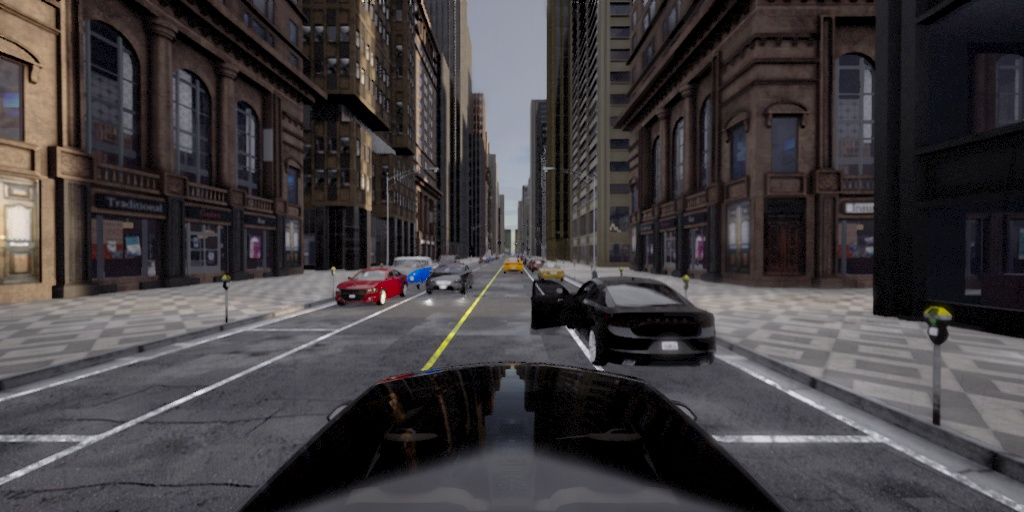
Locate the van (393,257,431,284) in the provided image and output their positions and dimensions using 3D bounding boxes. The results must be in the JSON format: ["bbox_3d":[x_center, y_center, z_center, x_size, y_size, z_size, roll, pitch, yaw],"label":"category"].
[{"bbox_3d":[-5.721,0.929,20.741,1.690,1.789,3.998,0,0,0],"label":"van"}]

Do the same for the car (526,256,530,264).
[{"bbox_3d":[2.849,0.981,43.210,1.802,1.307,4.207,0,0,0],"label":"car"}]

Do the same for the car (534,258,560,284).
[{"bbox_3d":[2.816,1.066,26.524,1.751,1.417,4.829,0,0,0],"label":"car"}]

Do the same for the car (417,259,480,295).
[{"bbox_3d":[-3.063,1.099,18.447,2.128,1.511,4.902,0,0,0],"label":"car"}]

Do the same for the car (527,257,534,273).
[{"bbox_3d":[2.838,1.028,37.592,1.802,1.307,4.207,0,0,0],"label":"car"}]

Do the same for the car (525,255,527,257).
[{"bbox_3d":[2.860,0.878,48.998,1.751,1.417,4.829,0,0,0],"label":"car"}]

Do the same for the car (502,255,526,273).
[{"bbox_3d":[0.150,0.931,36.708,1.882,1.535,5.008,0,0,0],"label":"car"}]

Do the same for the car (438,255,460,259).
[{"bbox_3d":[-5.699,0.808,31.978,2.192,1.841,5.009,0,0,0],"label":"car"}]

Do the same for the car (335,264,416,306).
[{"bbox_3d":[-5.732,1.180,15.123,1.888,1.381,4.507,0,0,0],"label":"car"}]

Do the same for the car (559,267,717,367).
[{"bbox_3d":[2.377,1.175,7.859,1.882,1.535,5.008,0,0,0],"label":"car"}]
